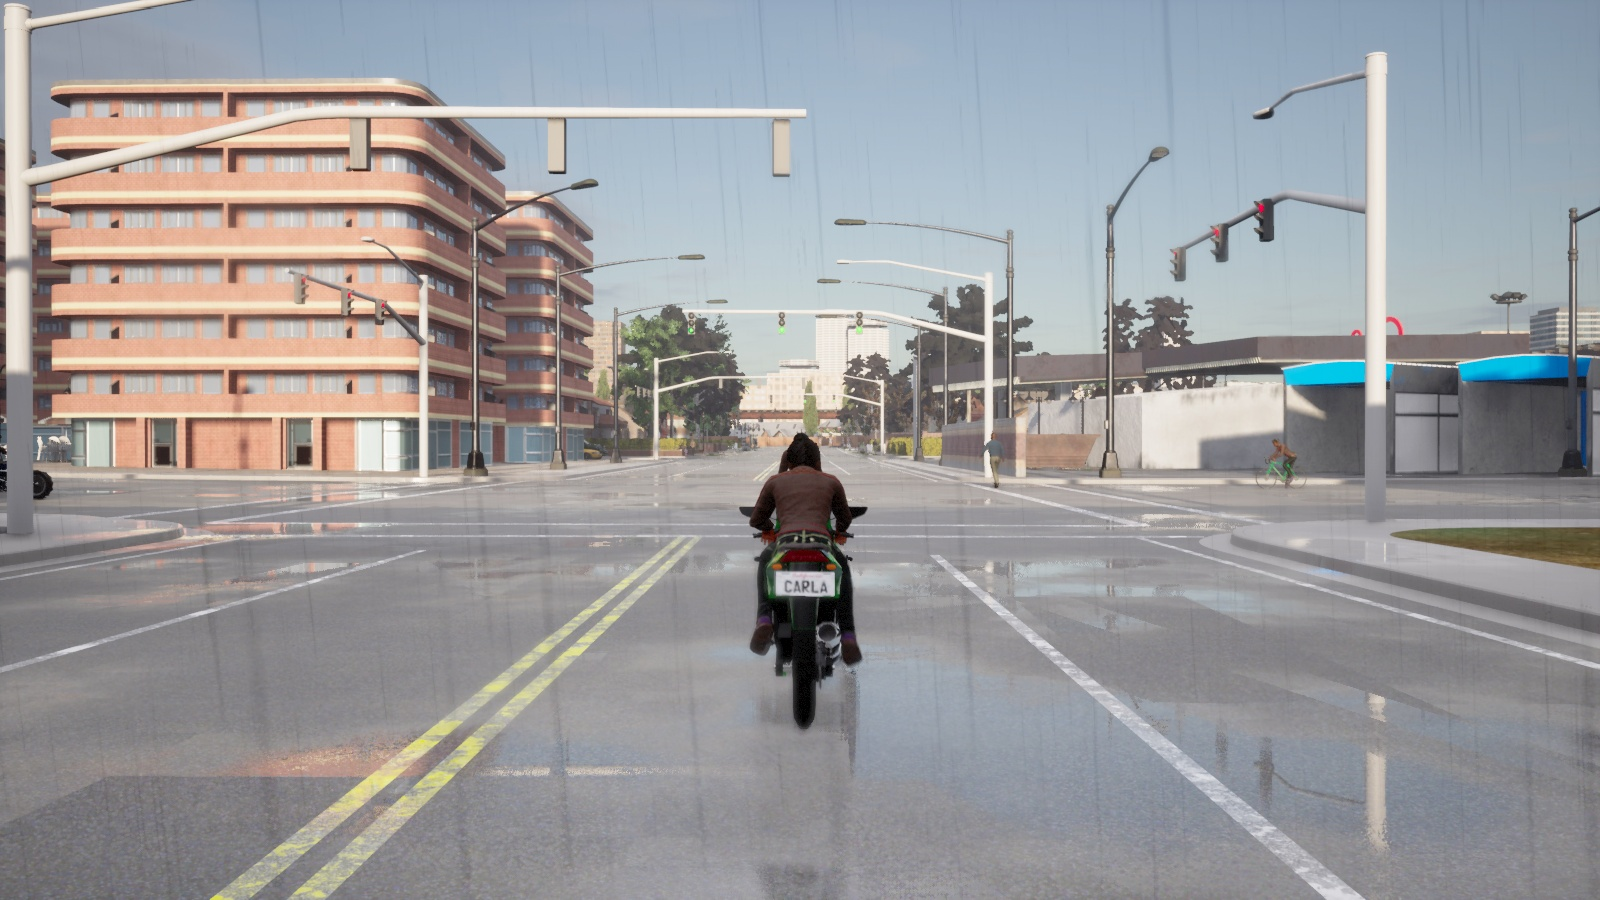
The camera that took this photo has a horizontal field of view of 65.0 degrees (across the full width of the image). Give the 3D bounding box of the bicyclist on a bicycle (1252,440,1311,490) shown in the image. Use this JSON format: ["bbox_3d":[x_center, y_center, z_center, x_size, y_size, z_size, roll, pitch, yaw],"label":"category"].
[{"bbox_3d":[15.563,0.483,40.608,1.656,1.620,0.582,0,0,1],"label":"bicyclist on a bicycle"}]

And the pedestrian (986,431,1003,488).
[{"bbox_3d":[6.335,0.311,40.913,0.370,1.835,0.726,0,0,-6],"label":"pedestrian"}]

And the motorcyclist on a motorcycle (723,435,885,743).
[{"bbox_3d":[0.020,0.687,7.240,0.797,1.523,2.044,0,0,0],"label":"motorcyclist on a motorcycle"}]

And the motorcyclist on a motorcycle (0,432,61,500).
[{"bbox_3d":[-19.896,0.382,31.414,2.350,1.649,0.766,1,0,0],"label":"motorcyclist on a motorcycle"}]
